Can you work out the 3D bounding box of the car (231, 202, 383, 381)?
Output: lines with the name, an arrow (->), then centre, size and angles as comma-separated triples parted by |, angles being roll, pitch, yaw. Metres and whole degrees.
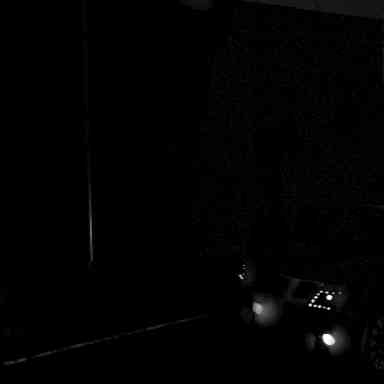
car -> 3.379, 1.210, 5.662 | 5.566, 2.045, 2.150 | 0, 0, -26
